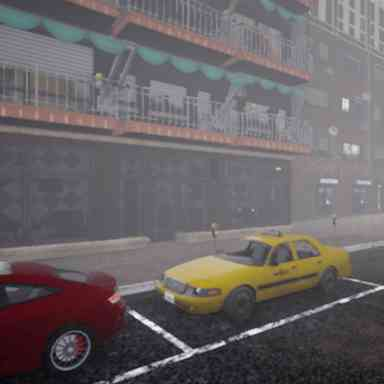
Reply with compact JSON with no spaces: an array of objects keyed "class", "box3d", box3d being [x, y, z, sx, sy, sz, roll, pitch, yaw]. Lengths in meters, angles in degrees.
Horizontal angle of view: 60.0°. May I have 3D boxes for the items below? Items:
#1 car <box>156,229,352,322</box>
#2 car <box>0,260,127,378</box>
[{"class":"car","box3d":[1.573,1.526,7.214,4.829,1.417,1.752,0,0,-35]},{"class":"car","box3d":[-2.881,1.582,4.039,4.206,1.307,1.802,0,0,-35]}]
